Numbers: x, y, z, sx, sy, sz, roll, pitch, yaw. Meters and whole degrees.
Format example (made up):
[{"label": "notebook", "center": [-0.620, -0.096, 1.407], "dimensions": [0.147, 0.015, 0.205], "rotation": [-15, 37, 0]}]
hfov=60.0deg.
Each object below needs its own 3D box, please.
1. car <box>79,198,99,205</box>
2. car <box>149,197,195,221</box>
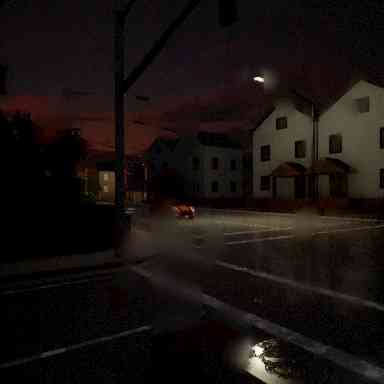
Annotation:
[{"label": "car", "center": [-14.017, 1.525, 44.650], "dimensions": [1.812, 1.442, 4.674], "rotation": [0, 0, -35]}, {"label": "car", "center": [-1.700, 1.352, 27.276], "dimensions": [2.097, 1.767, 4.553], "rotation": [0, 0, -35]}]
